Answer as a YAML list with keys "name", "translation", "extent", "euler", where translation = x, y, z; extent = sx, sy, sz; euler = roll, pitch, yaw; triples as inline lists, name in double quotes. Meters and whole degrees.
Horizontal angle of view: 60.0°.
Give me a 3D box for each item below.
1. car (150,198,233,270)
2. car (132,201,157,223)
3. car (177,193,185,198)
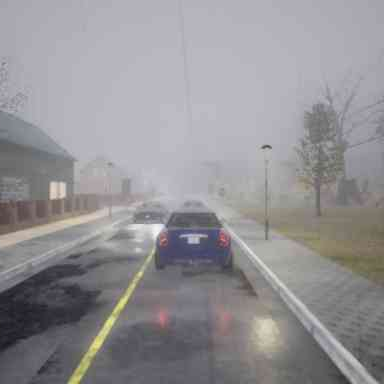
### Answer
- name: "car"
  translation: [0.064, 1.242, 10.714]
  extent: [2.097, 1.767, 4.553]
  euler: [0, 1, 1]
- name: "car"
  translation: [-2.803, 1.337, 22.880]
  extent: [1.994, 1.385, 4.181]
  euler: [0, 1, 0]
- name: "car"
  translation: [-2.613, 0.862, 82.092]
  extent: [1.812, 1.442, 4.674]
  euler: [0, 0, 0]
